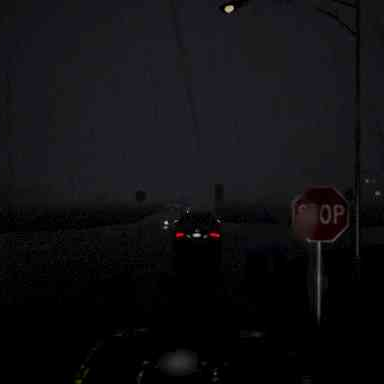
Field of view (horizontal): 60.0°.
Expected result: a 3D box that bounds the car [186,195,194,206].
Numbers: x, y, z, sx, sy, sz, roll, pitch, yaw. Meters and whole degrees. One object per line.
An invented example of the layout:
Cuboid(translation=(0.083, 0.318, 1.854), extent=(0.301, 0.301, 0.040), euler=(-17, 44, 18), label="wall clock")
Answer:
Cuboid(translation=(-1.214, 1.612, 51.585), extent=(1.895, 1.301, 4.718), euler=(0, 0, 4), label="car")

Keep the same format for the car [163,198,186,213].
Cuboid(translation=(-1.983, 1.538, 37.448), extent=(1.812, 1.442, 4.674), euler=(0, 0, 3), label="car")

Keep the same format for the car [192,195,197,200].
Cuboid(translation=(0.043, 1.248, 67.948), extent=(1.812, 1.442, 4.674), euler=(0, 0, 5), label="car")

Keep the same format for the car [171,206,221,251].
Cuboid(translation=(0.220, 1.554, 14.067), extent=(2.033, 1.411, 5.357), euler=(0, 0, 1), label="car")
